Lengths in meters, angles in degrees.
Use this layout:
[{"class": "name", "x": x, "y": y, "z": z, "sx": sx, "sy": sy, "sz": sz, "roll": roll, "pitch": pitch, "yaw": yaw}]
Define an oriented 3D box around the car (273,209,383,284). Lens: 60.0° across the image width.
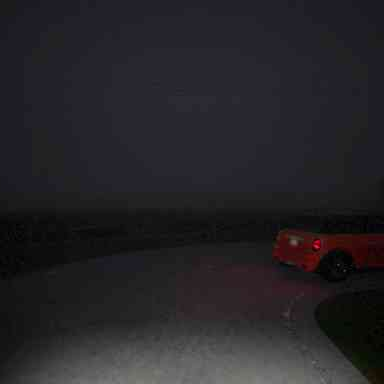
[{"class": "car", "x": 4.696, "y": 1.349, "z": 9.519, "sx": 4.553, "sy": 1.767, "sz": 2.097, "roll": 0, "pitch": 0, "yaw": -20}]
